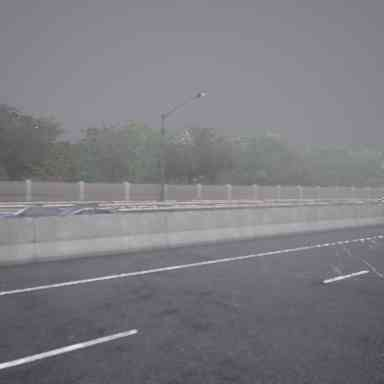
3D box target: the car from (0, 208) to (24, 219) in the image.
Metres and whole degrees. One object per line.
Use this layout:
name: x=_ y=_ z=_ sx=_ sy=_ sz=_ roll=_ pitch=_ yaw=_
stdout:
car: x=-9.115 y=1.516 z=18.965 sx=4.674 sy=1.442 sz=1.812 roll=0 pitch=0 yaw=-35

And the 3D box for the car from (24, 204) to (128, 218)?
car: x=-5.641 y=1.493 z=17.134 sx=4.902 sy=1.511 sz=2.128 roll=0 pitch=0 yaw=-35

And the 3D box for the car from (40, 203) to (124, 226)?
car: x=-7.890 y=1.550 z=24.117 sx=5.357 sy=1.411 sz=2.033 roll=0 pitch=0 yaw=-35
